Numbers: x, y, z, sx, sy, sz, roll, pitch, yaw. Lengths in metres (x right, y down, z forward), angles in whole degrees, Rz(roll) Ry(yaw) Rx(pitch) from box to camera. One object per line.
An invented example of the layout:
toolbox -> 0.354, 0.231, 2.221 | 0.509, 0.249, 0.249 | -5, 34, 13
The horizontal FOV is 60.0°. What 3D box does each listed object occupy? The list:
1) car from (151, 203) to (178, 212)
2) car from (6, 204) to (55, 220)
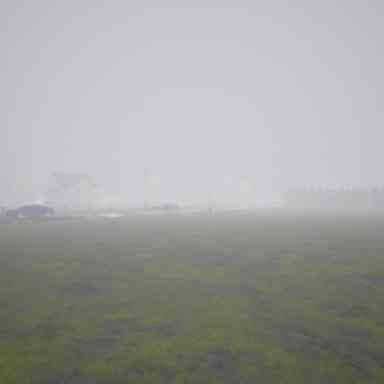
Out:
car -> -4.461, 2.520, 54.343 | 1.895, 1.301, 4.718 | 0, -1, 36
car -> -17.449, 2.096, 36.044 | 1.882, 1.535, 5.008 | 0, -1, 35
